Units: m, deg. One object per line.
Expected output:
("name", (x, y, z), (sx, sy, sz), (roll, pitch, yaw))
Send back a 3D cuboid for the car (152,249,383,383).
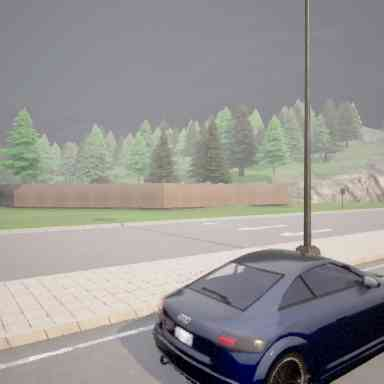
("car", (1.536, 1.564, 4.845), (4.181, 1.385, 1.994), (0, 0, -35))
